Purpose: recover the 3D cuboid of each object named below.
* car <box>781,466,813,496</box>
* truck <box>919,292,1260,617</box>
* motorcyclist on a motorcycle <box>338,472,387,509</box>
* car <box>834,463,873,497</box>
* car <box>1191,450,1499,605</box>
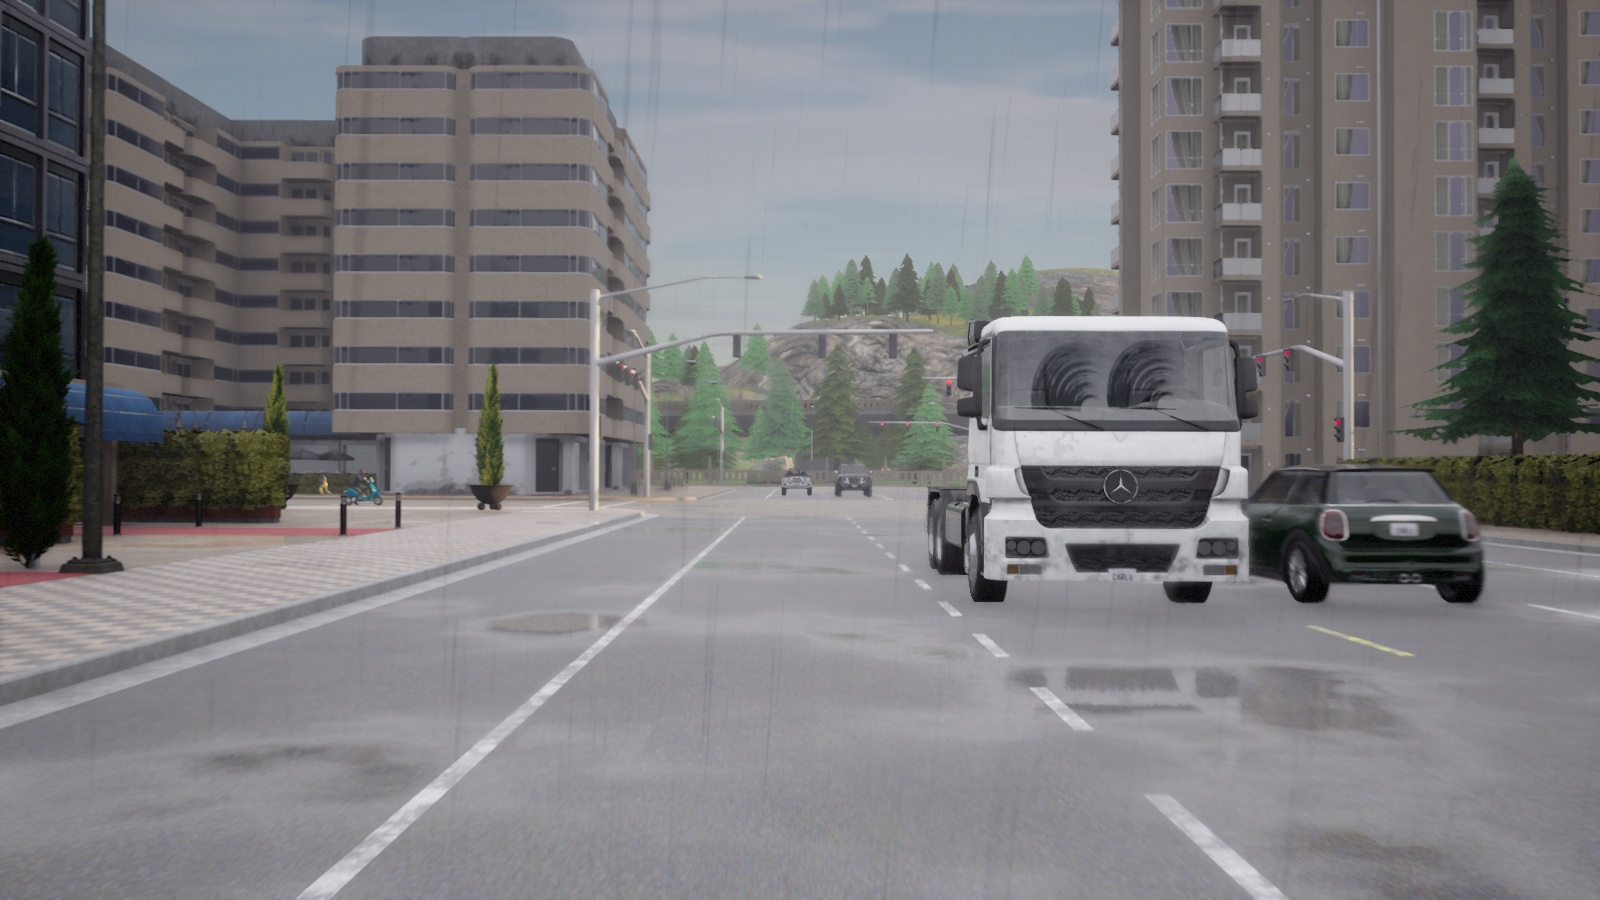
[{"bbox_3d":[-0.189,1.979,80.430,1.932,1.855,4.605,0,-1,0],"label":"car"},{"bbox_3d":[3.465,0.110,17.406,2.891,3.462,7.936,0,-1,0],"label":"truck"},{"bbox_3d":[-18.866,1.751,54.215,1.817,1.590,0.866,0,-1,0],"label":"motorcyclist on a motorcycle"},{"bbox_3d":[3.316,1.835,78.506,2.150,2.045,5.566,0,-1,0],"label":"car"},{"bbox_3d":[6.960,0.925,16.691,2.097,1.767,4.553,0,-1,0],"label":"car"}]
